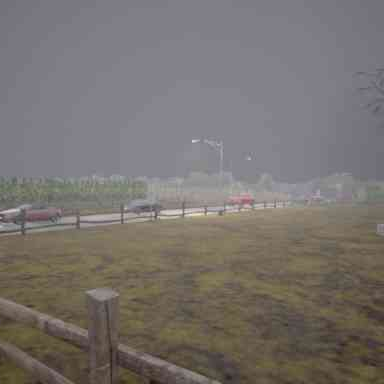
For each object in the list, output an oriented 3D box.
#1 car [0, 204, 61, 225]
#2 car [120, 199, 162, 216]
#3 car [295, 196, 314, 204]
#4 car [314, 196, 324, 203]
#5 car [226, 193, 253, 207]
[{"bbox_3d":[-11.663,1.547,24.045,1.994,1.385,4.181,2,1,36],"label":"car"},{"bbox_3d":[-5.014,1.462,33.336,2.128,1.511,4.902,2,1,36],"label":"car"},{"bbox_3d":[21.845,1.576,65.893,2.128,1.511,4.902,2,1,35],"label":"car"},{"bbox_3d":[28.448,1.625,75.315,1.882,1.535,5.008,2,1,36],"label":"car"},{"bbox_3d":[7.335,1.181,50.505,2.150,2.045,5.566,2,1,36],"label":"car"}]
